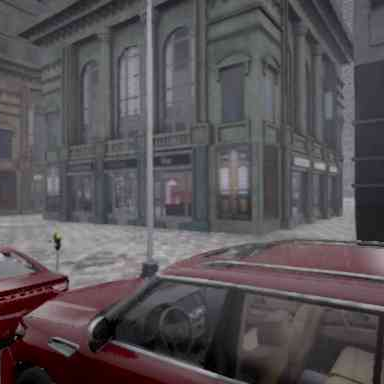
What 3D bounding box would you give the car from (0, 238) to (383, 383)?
[{"bbox_3d":[0.590,1.324,2.539,5.009,1.841,2.192,-1,0,36],"label":"car"}]
